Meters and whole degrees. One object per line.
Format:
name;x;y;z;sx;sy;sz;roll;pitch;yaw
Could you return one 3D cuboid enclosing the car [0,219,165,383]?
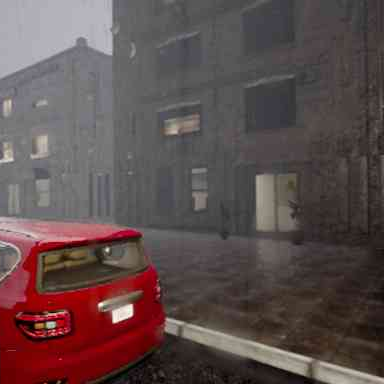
car;-2.652;1.325;4.784;5.009;1.841;2.192;0;-1;36
